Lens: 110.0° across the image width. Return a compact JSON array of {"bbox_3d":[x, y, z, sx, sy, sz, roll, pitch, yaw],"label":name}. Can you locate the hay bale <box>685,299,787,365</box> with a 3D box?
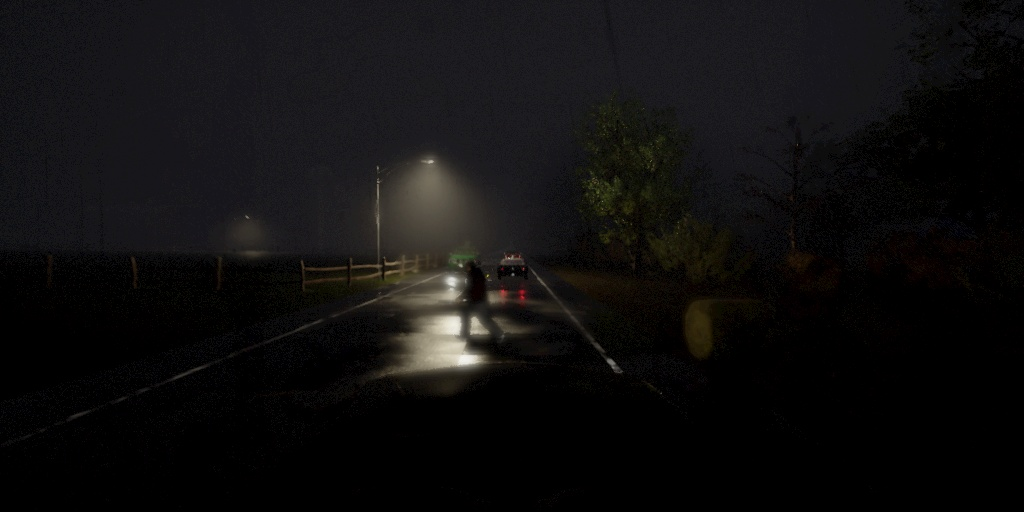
[{"bbox_3d":[4.000,1.280,6.573,1.220,1.180,1.240,0,0,0],"label":"hay bale"}]

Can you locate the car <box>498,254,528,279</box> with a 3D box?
[{"bbox_3d":[0.072,0.777,24.029,1.895,1.301,4.718,0,1,0],"label":"car"}]

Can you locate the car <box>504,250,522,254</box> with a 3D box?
[{"bbox_3d":[0.091,0.048,42.717,2.097,1.767,4.553,0,1,0],"label":"car"}]

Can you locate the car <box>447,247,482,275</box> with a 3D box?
[{"bbox_3d":[-3.594,0.296,28.100,2.150,2.045,5.566,0,1,0],"label":"car"}]

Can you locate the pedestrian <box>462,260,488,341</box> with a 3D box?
[{"bbox_3d":[-0.766,0.896,7.504,0.375,1.860,0.375,-1,2,-2],"label":"pedestrian"}]
